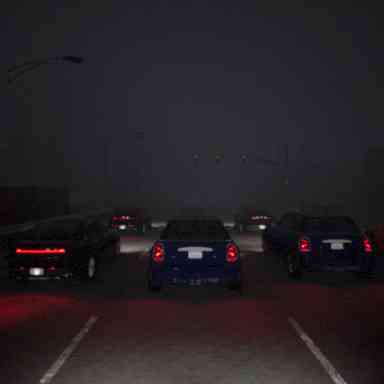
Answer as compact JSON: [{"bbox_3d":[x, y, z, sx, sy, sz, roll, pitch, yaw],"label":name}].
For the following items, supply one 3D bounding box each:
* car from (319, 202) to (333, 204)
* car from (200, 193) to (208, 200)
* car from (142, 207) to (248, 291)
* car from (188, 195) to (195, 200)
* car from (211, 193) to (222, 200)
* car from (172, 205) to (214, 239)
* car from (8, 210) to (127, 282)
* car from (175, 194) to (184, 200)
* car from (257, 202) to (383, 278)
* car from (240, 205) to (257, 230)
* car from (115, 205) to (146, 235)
[{"bbox_3d":[7.052,1.360,18.879,2.097,1.767,4.553,0,0,0],"label":"car"},{"bbox_3d":[3.465,1.572,91.839,2.033,1.411,5.357,0,0,0],"label":"car"},{"bbox_3d":[0.080,1.356,9.181,2.097,1.767,4.553,0,0,0],"label":"car"},{"bbox_3d":[-0.035,1.558,92.254,1.812,1.442,4.674,0,0,0],"label":"car"},{"bbox_3d":[6.965,1.258,91.870,2.150,2.045,5.566,0,0,0],"label":"car"},{"bbox_3d":[0.052,1.556,18.717,2.033,1.411,5.357,0,0,0],"label":"car"},{"bbox_3d":[-3.416,1.509,9.759,1.837,1.490,4.892,0,0,0],"label":"car"},{"bbox_3d":[-3.535,1.510,91.836,1.882,1.535,5.008,0,0,0],"label":"car"},{"bbox_3d":[3.583,1.357,10.320,2.097,1.767,4.553,0,0,0],"label":"car"},{"bbox_3d":[3.556,1.513,19.261,1.837,1.490,4.892,0,0,0],"label":"car"},{"bbox_3d":[-3.445,1.513,19.041,1.837,1.490,4.892,0,0,0],"label":"car"}]
